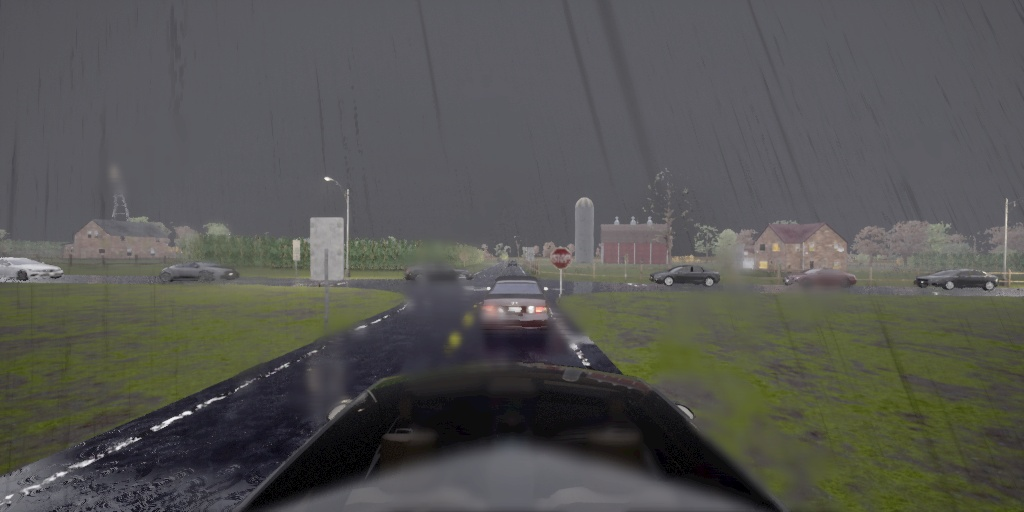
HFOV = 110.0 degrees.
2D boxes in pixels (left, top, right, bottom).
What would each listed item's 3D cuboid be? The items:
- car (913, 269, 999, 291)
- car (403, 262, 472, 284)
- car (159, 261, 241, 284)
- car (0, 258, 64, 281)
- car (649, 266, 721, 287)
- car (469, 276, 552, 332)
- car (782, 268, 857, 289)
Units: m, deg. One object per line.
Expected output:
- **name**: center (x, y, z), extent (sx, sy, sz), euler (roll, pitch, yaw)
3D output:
- **car**: center (32.870, 1.719, 26.601), extent (4.892, 1.490, 1.837), euler (1, 1, 0)
- **car**: center (-5.274, 1.209, 25.774), extent (4.892, 1.490, 1.837), euler (0, 2, -27)
- **car**: center (-20.421, 1.058, 23.564), extent (4.181, 1.385, 1.994), euler (1, 1, 0)
- **car**: center (-32.549, 0.838, 23.550), extent (4.674, 1.442, 1.812), euler (1, 1, 0)
- **car**: center (12.779, 1.445, 26.623), extent (4.892, 1.490, 1.837), euler (1, 1, 2)
- **car**: center (0.147, 1.298, 10.851), extent (2.033, 1.411, 5.357), euler (0, 0, 1)
- **car**: center (22.781, 1.604, 26.594), extent (4.674, 1.442, 1.812), euler (1, 1, 0)
